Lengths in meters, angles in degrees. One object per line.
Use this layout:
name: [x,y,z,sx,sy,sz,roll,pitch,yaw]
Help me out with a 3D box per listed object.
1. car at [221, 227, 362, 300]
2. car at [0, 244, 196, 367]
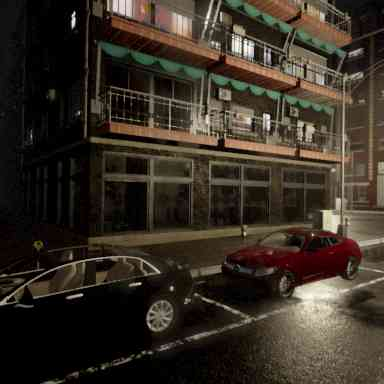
car: [2.650,1.585,8.393,4.206,1.307,1.802,0,1,-35]
car: [-1.978,1.551,5.090,4.403,1.369,2.008,0,1,-35]
